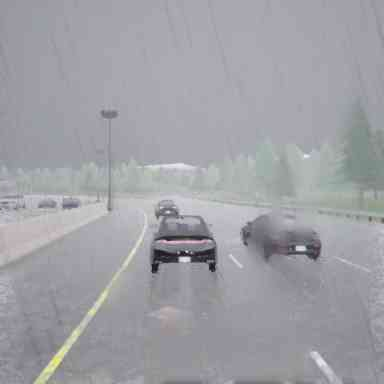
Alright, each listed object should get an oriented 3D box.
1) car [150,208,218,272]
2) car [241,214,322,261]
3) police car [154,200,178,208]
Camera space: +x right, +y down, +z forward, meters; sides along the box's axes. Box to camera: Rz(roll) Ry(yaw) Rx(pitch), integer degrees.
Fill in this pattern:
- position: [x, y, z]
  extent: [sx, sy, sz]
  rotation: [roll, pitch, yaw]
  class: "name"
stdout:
- position: [-0.321, 1.487, 10.800]
  extent: [2.128, 1.511, 4.902]
  rotation: [0, 0, -3]
  class: "car"
- position: [3.099, 1.514, 12.205]
  extent: [1.812, 1.442, 4.674]
  rotation: [0, 0, -4]
  class: "car"
- position: [-2.338, 1.496, 29.900]
  extent: [2.038, 1.542, 4.974]
  rotation: [0, 0, -8]
  class: "police car"
